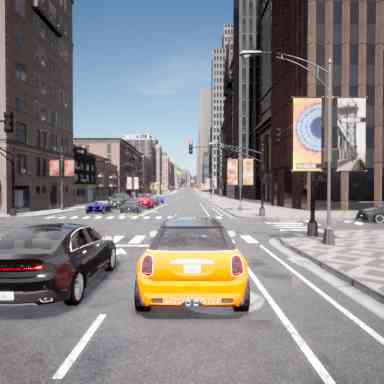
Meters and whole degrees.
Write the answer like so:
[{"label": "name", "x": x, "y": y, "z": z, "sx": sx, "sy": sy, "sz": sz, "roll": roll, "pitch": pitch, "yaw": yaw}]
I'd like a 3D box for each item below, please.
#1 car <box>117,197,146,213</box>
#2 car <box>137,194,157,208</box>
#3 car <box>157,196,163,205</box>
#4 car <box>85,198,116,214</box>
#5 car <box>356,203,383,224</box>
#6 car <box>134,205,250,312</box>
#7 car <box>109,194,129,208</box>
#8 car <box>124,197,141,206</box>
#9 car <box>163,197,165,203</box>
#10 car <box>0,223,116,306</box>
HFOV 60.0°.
[{"label": "car", "x": -6.607, "y": 1.579, "z": 36.702, "sx": 1.994, "sy": 1.385, "sz": 4.181, "roll": 0, "pitch": 0, "yaw": 0}, {"label": "car", "x": -6.607, "y": 1.242, "z": 45.986, "sx": 2.150, "sy": 2.045, "sz": 5.566, "roll": 0, "pitch": 0, "yaw": 1}, {"label": "car", "x": -6.594, "y": 1.589, "z": 55.959, "sx": 1.994, "sy": 1.385, "sz": 4.181, "roll": 0, "pitch": 0, "yaw": 0}, {"label": "car", "x": -9.856, "y": 1.615, "z": 35.546, "sx": 1.895, "sy": 1.301, "sz": 4.718, "roll": 0, "pitch": 0, "yaw": 0}, {"label": "car", "x": 13.982, "y": 1.469, "z": 23.550, "sx": 4.181, "sy": 1.385, "sz": 1.994, "roll": 0, "pitch": 1, "yaw": 0}, {"label": "car", "x": 0.009, "y": 1.351, "z": 7.878, "sx": 2.097, "sy": 1.767, "sz": 4.553, "roll": 0, "pitch": 0, "yaw": 0}, {"label": "car", "x": -9.851, "y": 1.242, "z": 45.309, "sx": 2.150, "sy": 2.045, "sz": 5.566, "roll": 0, "pitch": 0, "yaw": 1}, {"label": "car", "x": -9.828, "y": 1.589, "z": 55.267, "sx": 1.994, "sy": 1.385, "sz": 4.181, "roll": 0, "pitch": 0, "yaw": 2}, {"label": "car", "x": -6.543, "y": 1.505, "z": 66.033, "sx": 1.882, "sy": 1.535, "sz": 5.008, "roll": 0, "pitch": 0, "yaw": 1}, {"label": "car", "x": -3.155, "y": 1.504, "z": 8.023, "sx": 1.837, "sy": 1.490, "sz": 4.892, "roll": 0, "pitch": 0, "yaw": 0}]
